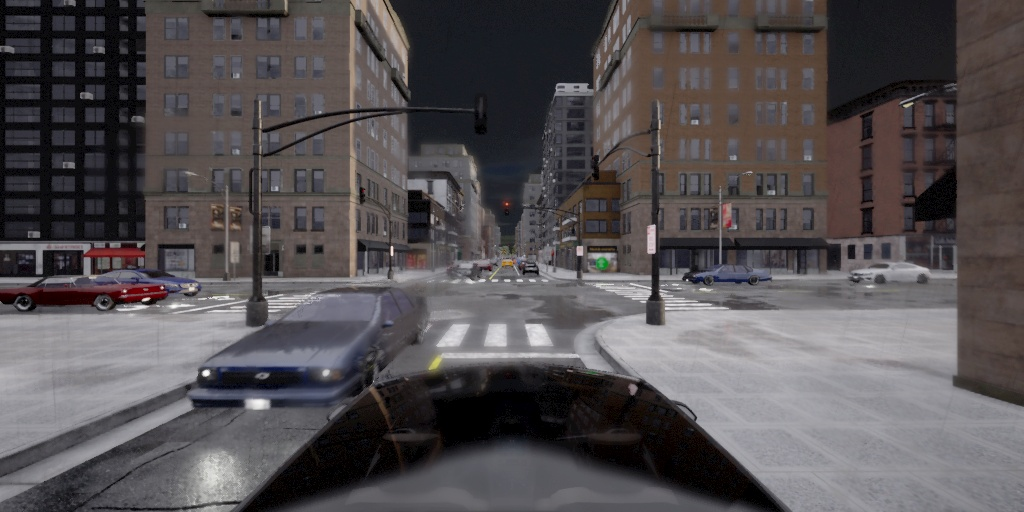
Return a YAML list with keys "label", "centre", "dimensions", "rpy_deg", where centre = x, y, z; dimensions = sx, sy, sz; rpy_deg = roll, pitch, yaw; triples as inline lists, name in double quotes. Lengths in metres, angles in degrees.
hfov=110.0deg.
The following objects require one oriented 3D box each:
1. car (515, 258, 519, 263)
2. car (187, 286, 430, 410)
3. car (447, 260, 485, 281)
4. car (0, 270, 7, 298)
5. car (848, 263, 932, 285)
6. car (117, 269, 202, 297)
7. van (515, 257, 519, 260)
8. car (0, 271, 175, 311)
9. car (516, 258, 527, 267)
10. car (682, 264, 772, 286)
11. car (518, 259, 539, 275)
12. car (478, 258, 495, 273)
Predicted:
- label: "car"
  centre: [1.887, 1.386, 56.293]
  dimensions: [1.948, 1.339, 4.313]
  rpy_deg: [0, 0, 0]
- label: "car"
  centre: [-2.903, 1.297, 6.732]
  dimensions: [2.033, 1.411, 5.357]
  rpy_deg: [0, 0, 0]
- label: "car"
  centre: [-3.869, 1.301, 30.741]
  dimensions: [1.812, 1.442, 4.674]
  rpy_deg: [0, 0, 6]
- label: "car"
  centre: [-28.335, 1.400, 17.151]
  dimensions: [5.357, 1.411, 2.033]
  rpy_deg: [0, 0, -1]
- label: "car"
  centre: [25.806, 1.173, 24.531]
  dimensions: [4.674, 1.442, 1.812]
  rpy_deg: [0, 0, -1]
- label: "car"
  centre: [-17.743, 1.337, 17.279]
  dimensions: [4.674, 1.442, 1.812]
  rpy_deg: [0, 0, 1]
- label: "van"
  centre: [1.846, 1.173, 61.803]
  dimensions: [1.690, 1.789, 3.998]
  rpy_deg: [0, 0, 0]
- label: "car"
  centre: [-16.570, 1.401, 14.051]
  dimensions: [4.718, 1.301, 1.895]
  rpy_deg: [0, 0, -1]
- label: "car"
  centre: [1.928, 1.391, 50.782]
  dimensions: [1.802, 1.307, 4.207]
  rpy_deg: [0, 0, 0]
- label: "car"
  centre: [14.559, 1.242, 24.395]
  dimensions: [5.357, 1.411, 2.033]
  rpy_deg: [0, 0, -1]
- label: "car"
  centre: [2.010, 1.355, 39.760]
  dimensions: [1.948, 1.339, 4.313]
  rpy_deg: [0, 0, 0]
- label: "car"
  centre: [-3.523, 1.278, 45.961]
  dimensions: [1.882, 1.535, 5.008]
  rpy_deg: [0, 0, 0]
